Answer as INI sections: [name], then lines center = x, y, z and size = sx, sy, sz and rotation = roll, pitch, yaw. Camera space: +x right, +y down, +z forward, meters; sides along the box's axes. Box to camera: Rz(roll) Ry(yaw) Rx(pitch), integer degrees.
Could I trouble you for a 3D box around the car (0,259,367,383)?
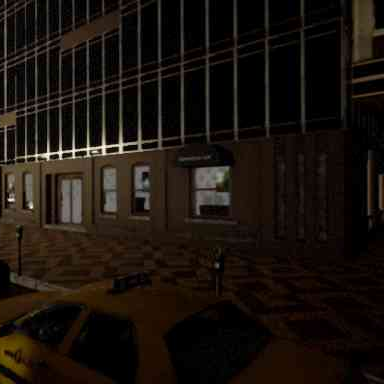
[car]
center = -0.834, 1.520, 3.476
size = 4.829, 1.417, 1.752
rotation = 0, 0, 35
